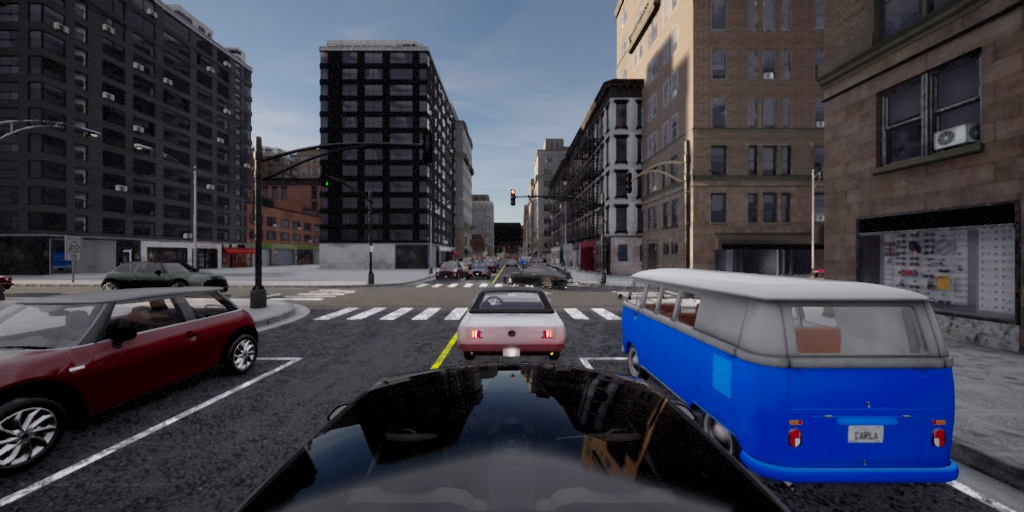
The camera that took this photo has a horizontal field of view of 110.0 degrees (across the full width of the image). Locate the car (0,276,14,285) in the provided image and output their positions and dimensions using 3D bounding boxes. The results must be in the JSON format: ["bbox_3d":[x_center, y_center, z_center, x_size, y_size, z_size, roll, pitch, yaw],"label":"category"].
[{"bbox_3d":[-26.618,1.207,16.718,4.718,1.301,1.895,0,0,1],"label":"car"}]

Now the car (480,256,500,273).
[{"bbox_3d":[-2.876,1.087,41.832,2.097,1.767,4.553,0,0,0],"label":"car"}]

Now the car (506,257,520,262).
[{"bbox_3d":[-0.067,1.286,61.615,1.994,1.385,4.181,0,0,0],"label":"car"}]

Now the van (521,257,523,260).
[{"bbox_3d":[2.580,1.069,53.042,1.690,1.789,3.998,0,0,0],"label":"van"}]

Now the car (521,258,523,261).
[{"bbox_3d":[2.587,1.276,47.632,1.888,1.381,4.507,0,0,0],"label":"car"}]

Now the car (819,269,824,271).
[{"bbox_3d":[19.609,1.074,19.766,5.566,2.045,2.150,0,0,0],"label":"car"}]

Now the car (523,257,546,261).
[{"bbox_3d":[2.599,1.051,36.813,2.192,1.841,5.009,0,0,0],"label":"car"}]

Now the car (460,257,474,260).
[{"bbox_3d":[-5.432,1.049,42.213,2.192,1.841,5.009,0,0,0],"label":"car"}]

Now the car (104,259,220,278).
[{"bbox_3d":[-16.005,1.018,16.731,4.553,1.767,2.097,0,0,0],"label":"car"}]

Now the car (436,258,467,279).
[{"bbox_3d":[-5.420,1.179,31.394,1.967,1.591,4.097,0,0,0],"label":"car"}]

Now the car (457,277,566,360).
[{"bbox_3d":[-0.006,1.348,8.309,1.895,1.301,4.718,0,0,0],"label":"car"}]

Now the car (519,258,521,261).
[{"bbox_3d":[2.574,1.290,58.452,1.948,1.339,4.313,0,0,0],"label":"car"}]

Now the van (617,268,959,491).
[{"bbox_3d":[2.637,1.090,4.523,1.690,1.789,3.998,0,0,0],"label":"van"}]

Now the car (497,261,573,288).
[{"bbox_3d":[1.597,1.279,22.715,4.674,1.442,1.812,0,1,36],"label":"car"}]

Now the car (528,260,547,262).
[{"bbox_3d":[2.605,1.284,31.404,1.888,1.381,4.507,0,0,0],"label":"car"}]

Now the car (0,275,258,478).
[{"bbox_3d":[-5.389,1.189,4.514,1.967,1.591,4.097,0,0,0],"label":"car"}]

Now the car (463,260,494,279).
[{"bbox_3d":[-2.883,1.303,31.570,1.994,1.385,4.181,0,0,-1],"label":"car"}]

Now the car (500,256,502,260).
[{"bbox_3d":[-2.888,1.085,51.561,2.097,1.767,4.553,0,0,0],"label":"car"}]
